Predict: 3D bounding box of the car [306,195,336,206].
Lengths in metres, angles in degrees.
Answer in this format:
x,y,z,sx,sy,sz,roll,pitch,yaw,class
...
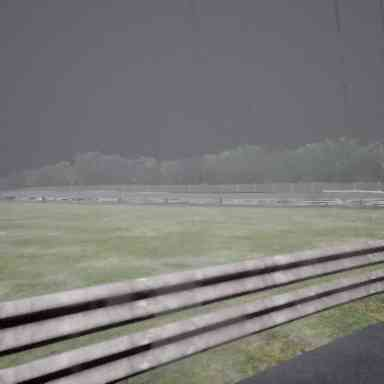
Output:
x,y,z,sx,sy,sz,roll,pitch,yaw,class
20.542,1.211,52.899,4.553,1.767,2.097,0,2,25,car
